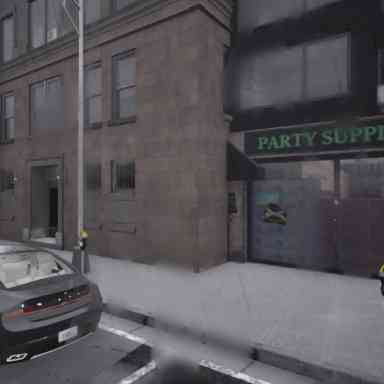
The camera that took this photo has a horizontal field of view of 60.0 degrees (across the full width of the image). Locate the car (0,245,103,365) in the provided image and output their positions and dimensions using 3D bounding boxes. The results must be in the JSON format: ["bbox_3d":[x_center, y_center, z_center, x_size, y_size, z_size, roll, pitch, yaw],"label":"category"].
[{"bbox_3d":[-3.335,1.550,5.457,4.403,1.369,2.008,0,0,36],"label":"car"}]
